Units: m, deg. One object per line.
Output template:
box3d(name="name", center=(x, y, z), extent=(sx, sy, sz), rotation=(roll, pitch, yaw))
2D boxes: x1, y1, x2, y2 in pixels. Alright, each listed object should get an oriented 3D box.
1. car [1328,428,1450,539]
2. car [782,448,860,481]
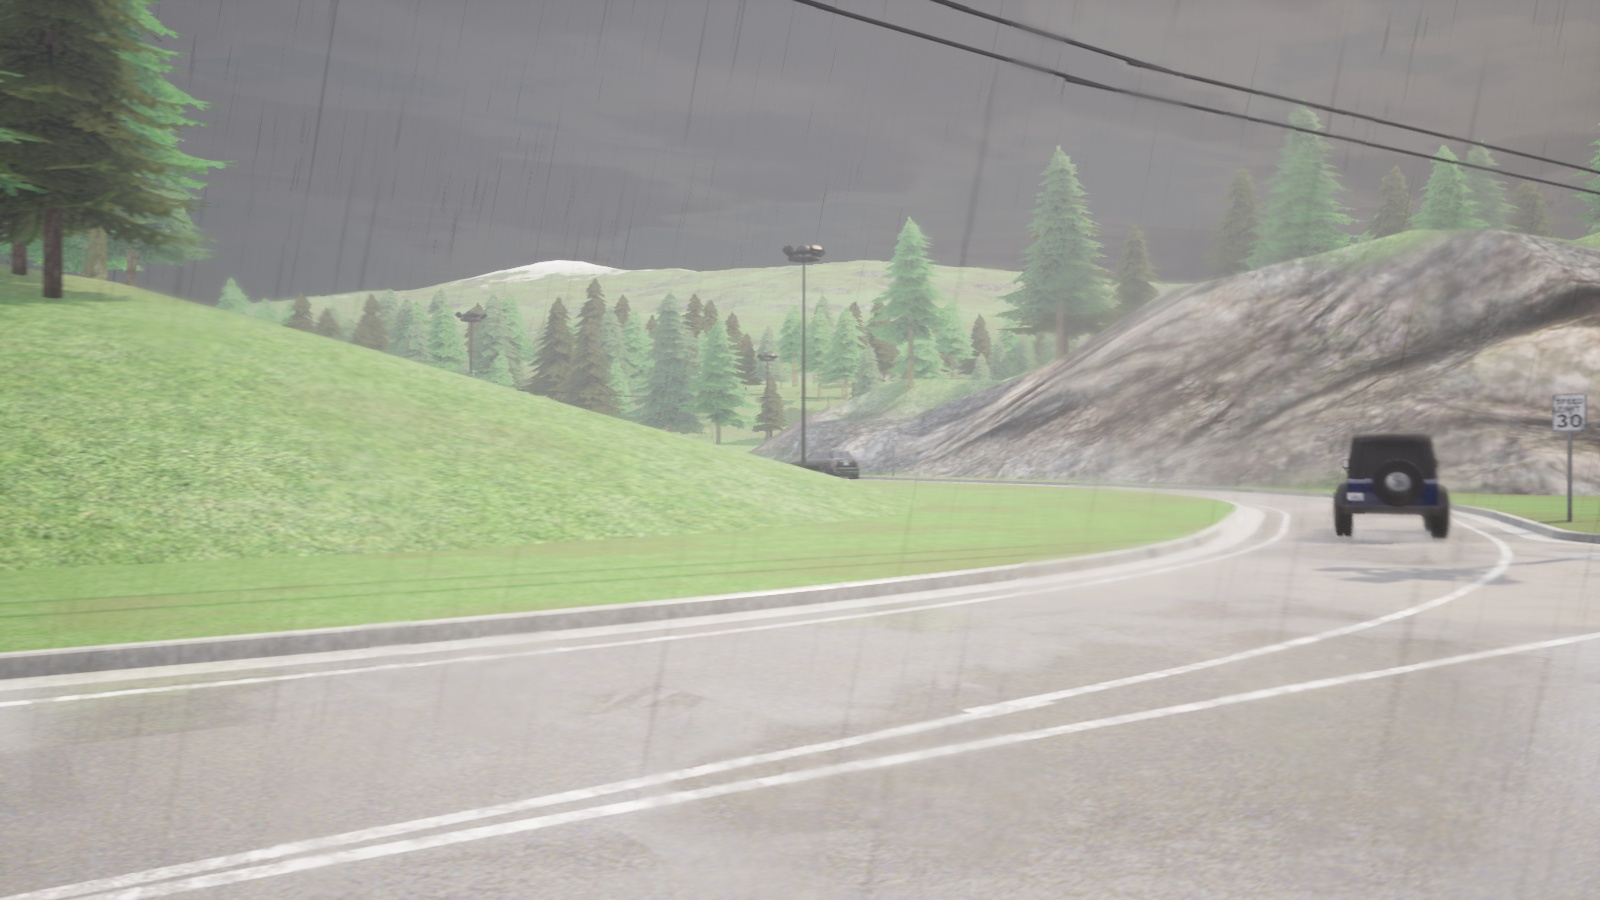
box3d(name="car", center=(10.961, 0.576, 23.504), extent=(1.905, 1.878, 3.866), rotation=(0, 0, 24))
box3d(name="car", center=(1.130, 0.775, 70.388), extent=(2.097, 1.767, 4.553), rotation=(0, 0, -35))
